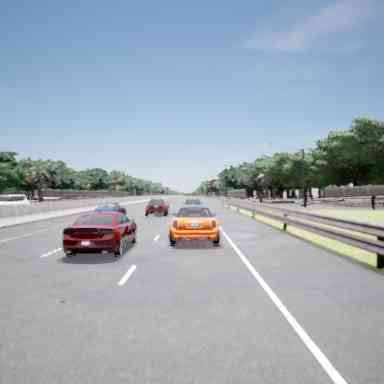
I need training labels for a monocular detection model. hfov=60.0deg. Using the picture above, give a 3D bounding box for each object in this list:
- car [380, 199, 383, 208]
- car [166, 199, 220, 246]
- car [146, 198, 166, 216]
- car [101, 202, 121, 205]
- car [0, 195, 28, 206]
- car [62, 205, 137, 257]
[{"bbox_3d":[22.555,0.795,34.721,2.150,2.045,5.566,0,-3,-18],"label":"car"},{"bbox_3d":[0.105,1.372,15.624,2.097,1.767,4.553,0,0,0],"label":"car"},{"bbox_3d":[-3.390,1.413,33.696,2.097,1.767,4.553,0,0,0],"label":"car"},{"bbox_3d":[-6.891,1.595,28.336,2.033,1.411,5.357,0,0,0],"label":"car"},{"bbox_3d":[-17.587,1.277,31.393,2.150,2.045,5.566,0,0,0],"label":"car"},{"bbox_3d":[-3.396,1.494,13.100,1.882,1.535,5.008,0,0,0],"label":"car"}]
